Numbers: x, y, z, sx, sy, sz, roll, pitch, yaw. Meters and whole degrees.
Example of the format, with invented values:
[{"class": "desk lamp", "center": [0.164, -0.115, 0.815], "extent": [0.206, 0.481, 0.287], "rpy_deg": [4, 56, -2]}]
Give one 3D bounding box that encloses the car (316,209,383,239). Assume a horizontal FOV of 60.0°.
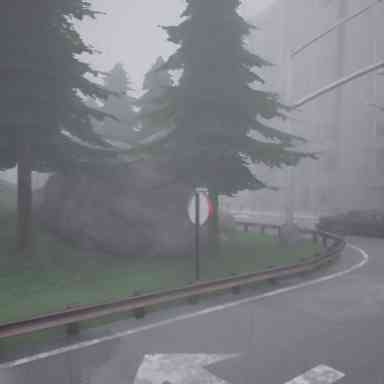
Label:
[{"class": "car", "center": [8.398, 1.486, 15.116], "extent": [2.033, 1.411, 5.357], "rpy_deg": [0, 0, -36]}]
